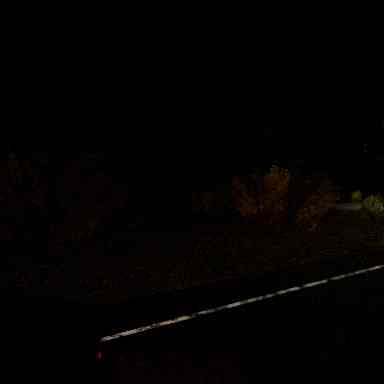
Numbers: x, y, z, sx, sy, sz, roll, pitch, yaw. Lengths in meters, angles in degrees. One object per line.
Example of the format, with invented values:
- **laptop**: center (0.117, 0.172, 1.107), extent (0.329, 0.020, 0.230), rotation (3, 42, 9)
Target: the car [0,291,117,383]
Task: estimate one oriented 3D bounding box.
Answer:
- **car**: center (-2.897, 1.506, 1.903), extent (4.892, 1.490, 1.837), rotation (0, 0, -35)
